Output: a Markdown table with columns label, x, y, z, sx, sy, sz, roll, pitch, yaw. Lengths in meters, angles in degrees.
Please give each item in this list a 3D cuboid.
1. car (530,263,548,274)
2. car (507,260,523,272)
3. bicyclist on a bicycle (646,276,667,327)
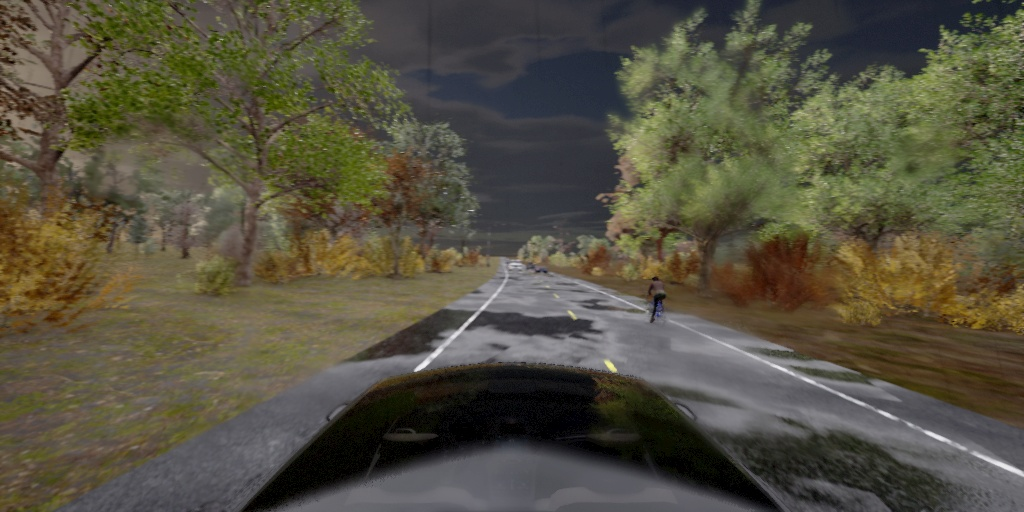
| label | x | y | z | sx | sy | sz | roll | pitch | yaw |
| --- | --- | --- | --- | --- | --- | --- | --- | --- | --- |
| car | 4.468 | 2.125 | 56.574 | 1.895 | 1.301 | 4.718 | 2 | -1 | -1 |
| car | 0.652 | 1.673 | 64.004 | 2.150 | 2.045 | 5.566 | 2 | -1 | -1 |
| bicyclist on a bicycle | 4.917 | 1.521 | 12.208 | 0.582 | 1.620 | 1.656 | 2 | -1 | 3 |
